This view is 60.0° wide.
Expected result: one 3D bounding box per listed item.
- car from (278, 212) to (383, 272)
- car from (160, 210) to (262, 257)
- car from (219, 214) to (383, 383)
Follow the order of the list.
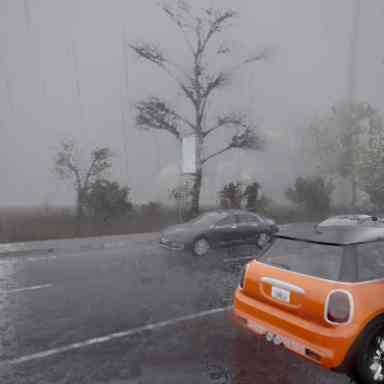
[{"bbox_3d":[5.276,1.508,11.198,4.674,1.442,1.812,0,0,-30],"label":"car"},{"bbox_3d":[1.123,1.471,12.811,4.892,1.490,1.837,0,0,-31],"label":"car"},{"bbox_3d":[2.934,1.345,5.468,4.553,1.767,2.097,0,0,-33],"label":"car"}]
